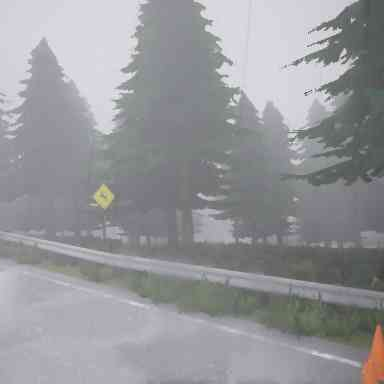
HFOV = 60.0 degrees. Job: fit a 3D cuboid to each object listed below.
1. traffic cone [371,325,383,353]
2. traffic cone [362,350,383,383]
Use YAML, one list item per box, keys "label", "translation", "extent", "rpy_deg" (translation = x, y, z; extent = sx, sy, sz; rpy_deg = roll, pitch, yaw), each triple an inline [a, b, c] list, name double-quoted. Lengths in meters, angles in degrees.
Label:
- label: "traffic cone"
  translation: [2.321, 1.956, 4.128]
  extent: [0.340, 0.580, 0.340]
  rpy_deg: [0, 0, 34]
- label: "traffic cone"
  translation: [1.773, 1.956, 3.294]
  extent: [0.340, 0.580, 0.340]
  rpy_deg: [0, 0, 34]
